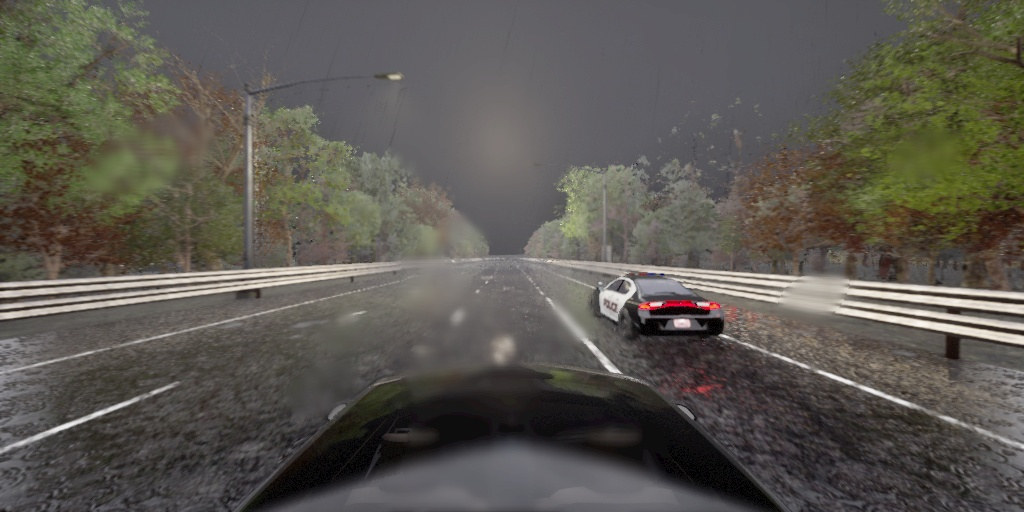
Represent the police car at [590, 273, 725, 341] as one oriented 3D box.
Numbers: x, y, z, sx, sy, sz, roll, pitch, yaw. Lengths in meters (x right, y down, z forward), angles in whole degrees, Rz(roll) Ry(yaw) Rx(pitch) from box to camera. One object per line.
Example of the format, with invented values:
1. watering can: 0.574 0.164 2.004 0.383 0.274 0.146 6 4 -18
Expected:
1. police car: 3.578 1.246 10.018 2.038 1.542 4.974 0 0 -1
